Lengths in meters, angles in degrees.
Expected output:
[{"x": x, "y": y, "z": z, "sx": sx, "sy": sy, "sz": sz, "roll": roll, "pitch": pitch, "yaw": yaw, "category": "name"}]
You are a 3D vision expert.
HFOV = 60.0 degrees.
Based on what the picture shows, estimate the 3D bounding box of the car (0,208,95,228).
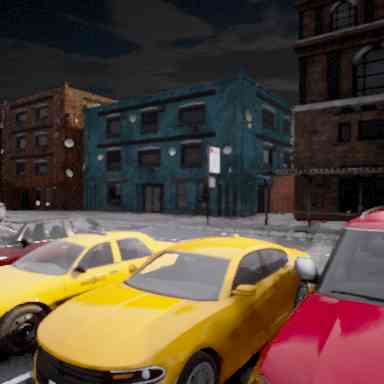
[{"x": -4.140, "y": 1.390, "z": 8.183, "sx": 2.185, "sy": 1.767, "sz": 4.553, "roll": 0, "pitch": 0, "yaw": 36, "category": "car"}]

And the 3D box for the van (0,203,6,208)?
[{"x": -8.844, "y": 1.323, "z": 11.392, "sx": 1.878, "sy": 1.987, "sz": 4.442, "roll": 0, "pitch": 0, "yaw": 36, "category": "van"}]

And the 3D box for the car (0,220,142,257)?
[{"x": -2.110, "y": 1.498, "z": 6.453, "sx": 1.946, "sy": 1.575, "sz": 5.366, "roll": 0, "pitch": 0, "yaw": 36, "category": "car"}]

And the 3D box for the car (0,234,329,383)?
[{"x": 0.259, "y": 1.484, "z": 4.980, "sx": 2.097, "sy": 1.535, "sz": 5.008, "roll": 0, "pitch": 0, "yaw": 36, "category": "car"}]
